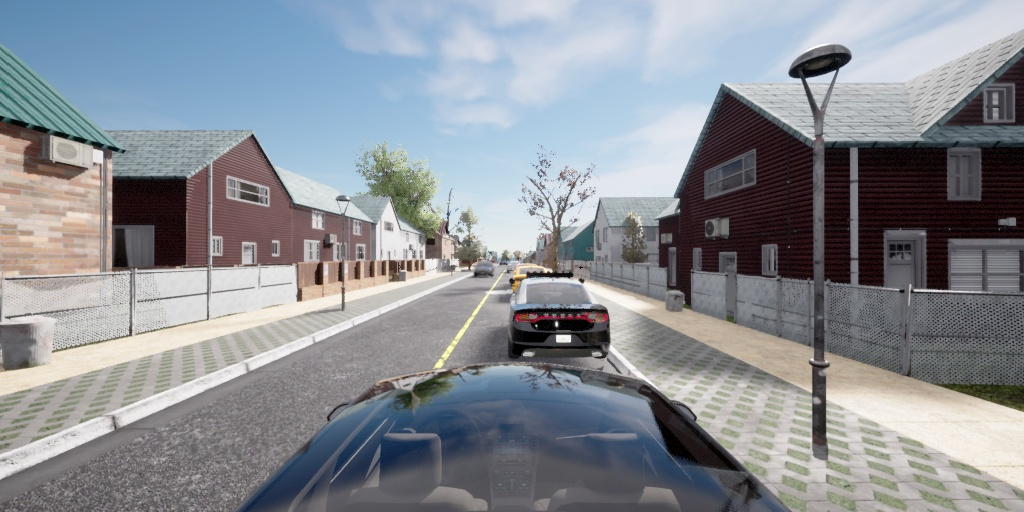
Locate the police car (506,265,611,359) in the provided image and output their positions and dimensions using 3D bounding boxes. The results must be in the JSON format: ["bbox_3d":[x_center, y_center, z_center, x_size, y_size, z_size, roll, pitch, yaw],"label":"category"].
[{"bbox_3d":[0.879,1.176,8.567,1.930,1.638,5.238,0,0,0],"label":"police car"}]

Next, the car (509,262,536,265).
[{"bbox_3d":[0.948,1.238,18.458,1.882,1.535,5.008,0,0,0],"label":"car"}]

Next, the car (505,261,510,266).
[{"bbox_3d":[0.345,1.383,45.730,1.812,1.442,4.674,0,0,1],"label":"car"}]

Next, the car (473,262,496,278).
[{"bbox_3d":[-2.617,1.308,34.452,1.837,1.490,4.892,0,0,0],"label":"car"}]
